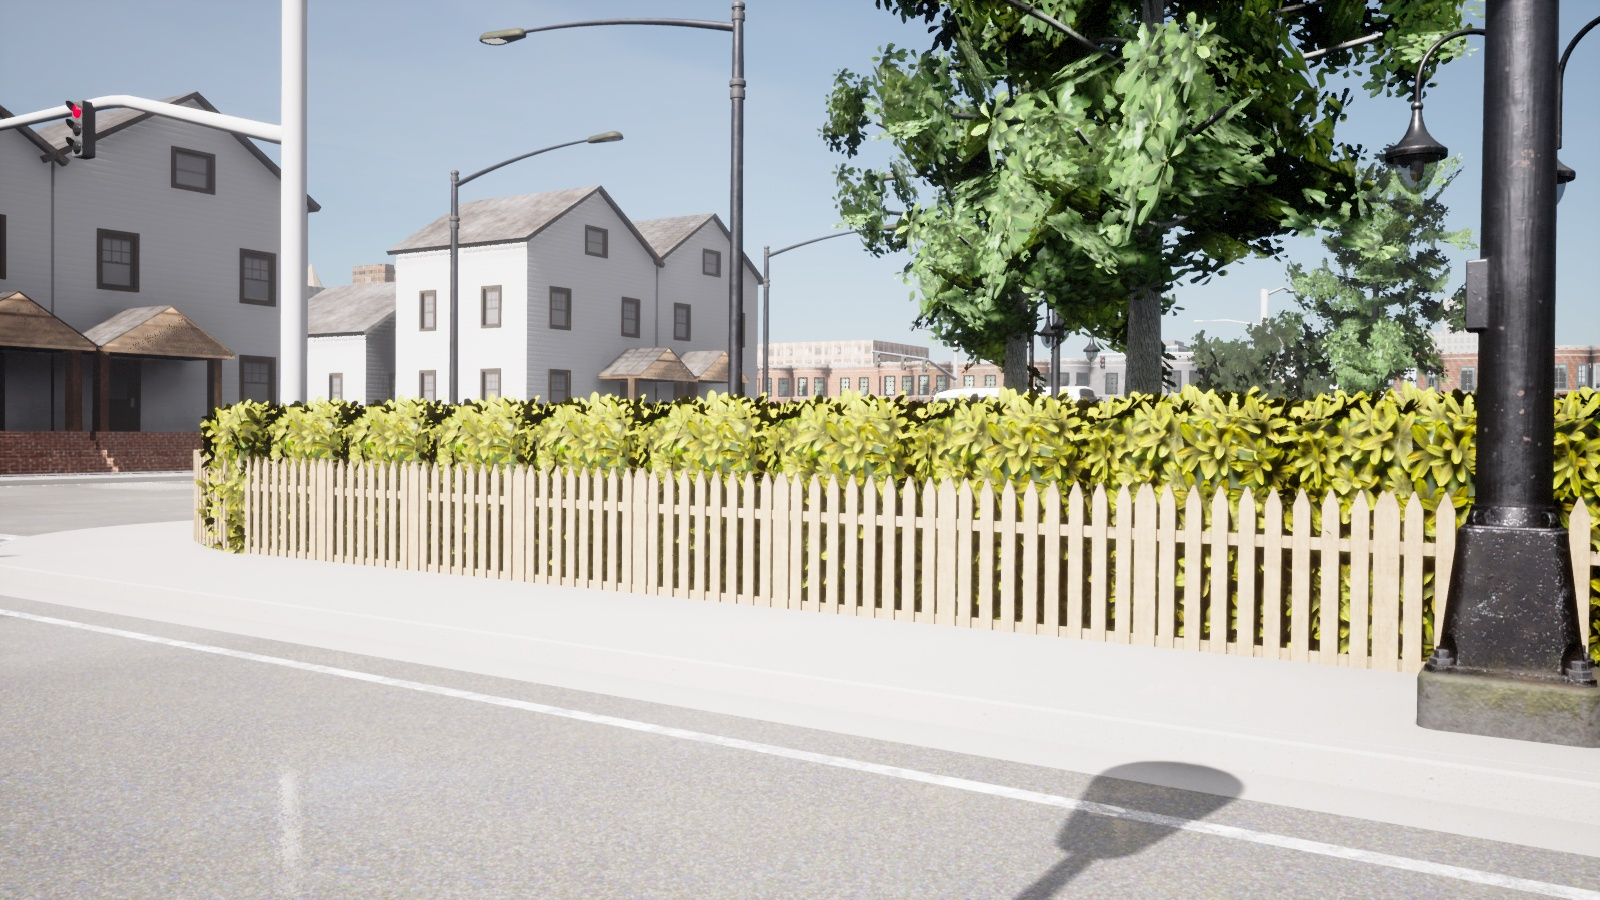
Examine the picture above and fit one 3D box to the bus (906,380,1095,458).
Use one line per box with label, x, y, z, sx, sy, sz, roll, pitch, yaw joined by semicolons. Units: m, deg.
bus;11.742;-1.739;74.040;10.273;4.253;3.944;-1;1;33
